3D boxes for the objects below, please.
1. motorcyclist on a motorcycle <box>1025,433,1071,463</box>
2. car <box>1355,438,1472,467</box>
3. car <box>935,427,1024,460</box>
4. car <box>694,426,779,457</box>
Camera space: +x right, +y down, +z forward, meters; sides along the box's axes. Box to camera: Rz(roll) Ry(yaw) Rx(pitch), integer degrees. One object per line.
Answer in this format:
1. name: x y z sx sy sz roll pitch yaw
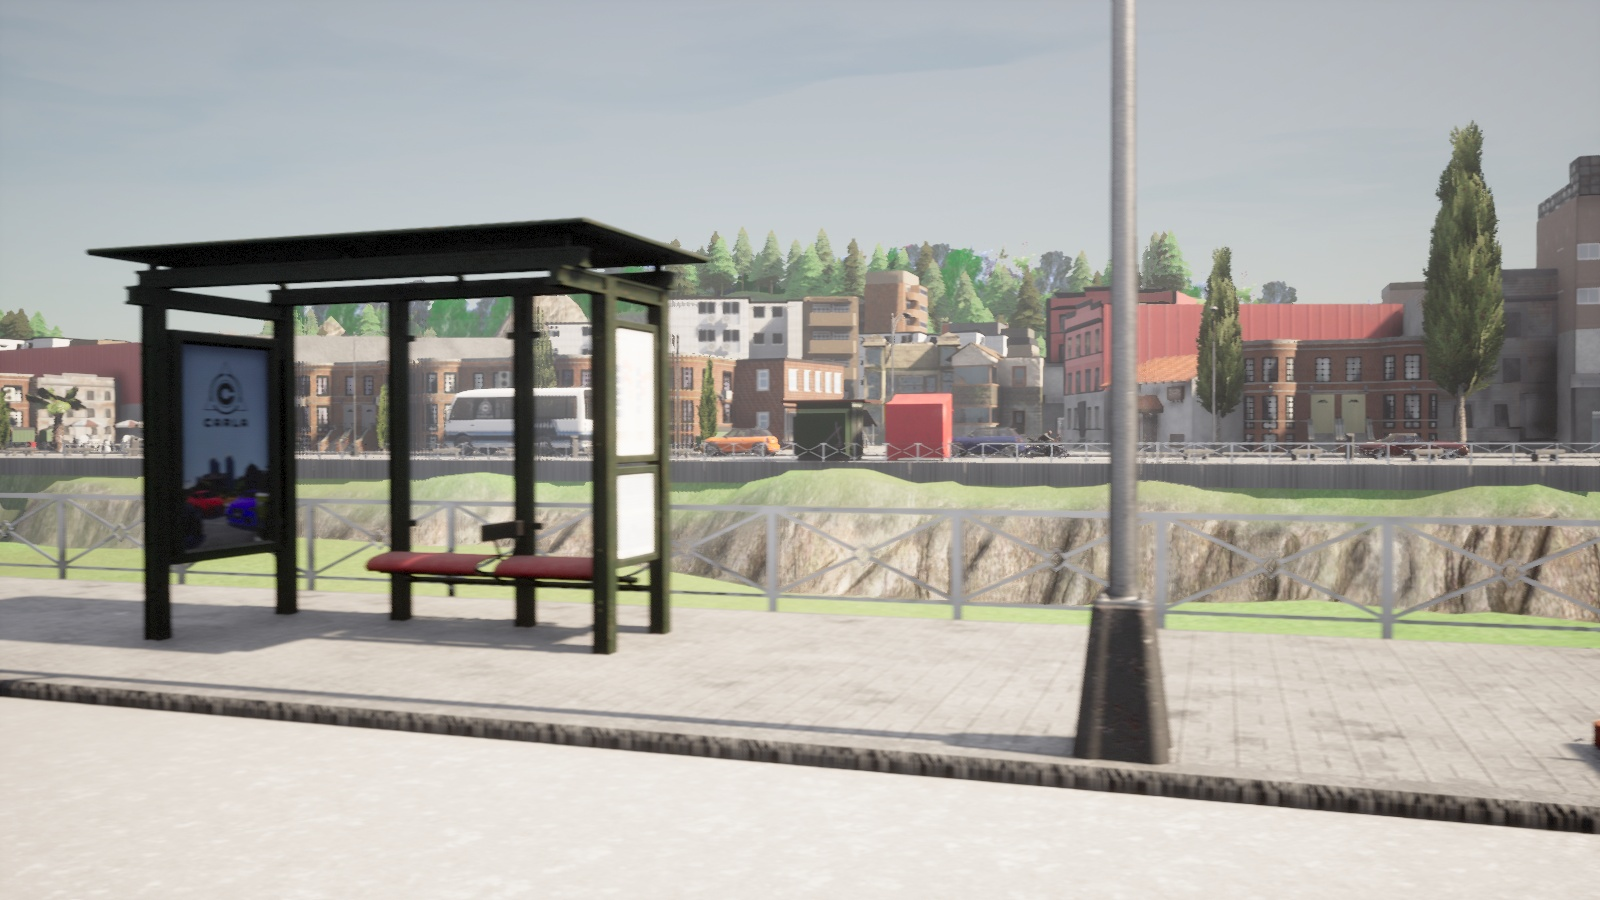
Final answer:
1. motorcyclist on a motorcycle: 12.737 -0.124 64.536 2.191 1.530 0.866 1 1 19
2. car: 28.826 0.088 59.130 4.718 1.301 1.895 1 1 19
3. car: 9.969 -0.393 69.683 4.553 1.767 2.097 1 1 19
4. car: -3.766 -0.519 74.299 4.553 1.767 2.097 1 1 19
